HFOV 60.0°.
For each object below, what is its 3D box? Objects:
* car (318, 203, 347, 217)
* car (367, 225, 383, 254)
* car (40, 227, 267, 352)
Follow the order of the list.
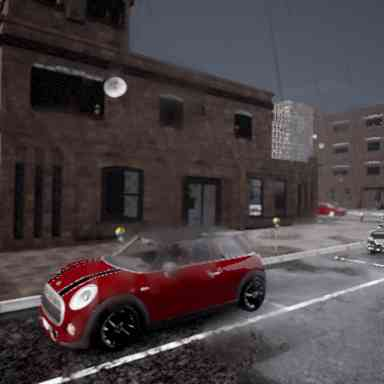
[{"bbox_3d":[12.763,1.695,32.369,1.887,1.381,4.507,1,-1,-35],"label":"car"},{"bbox_3d":[8.249,1.590,12.422,4.403,1.369,2.008,0,1,-35],"label":"car"},{"bbox_3d":[-0.555,1.449,6.143,4.097,1.590,1.967,0,1,-35],"label":"car"}]
